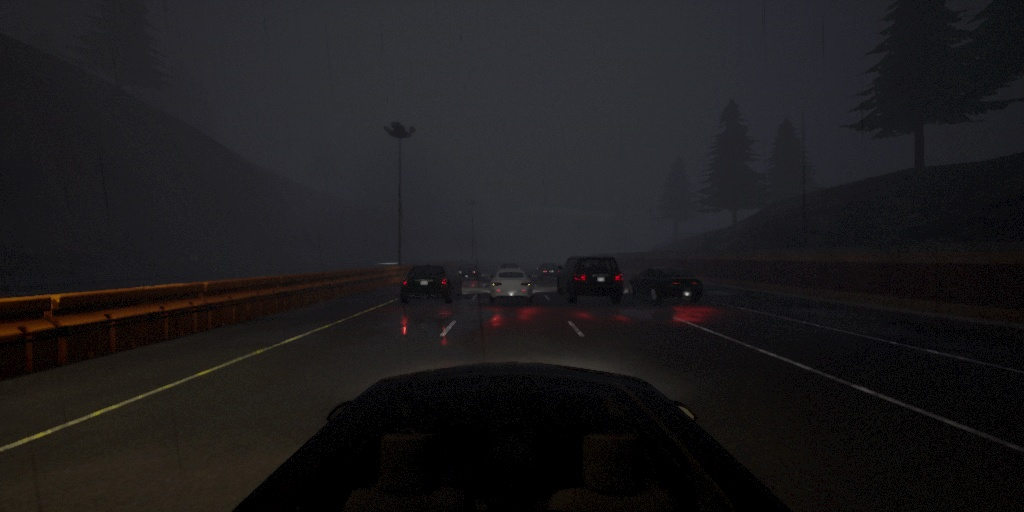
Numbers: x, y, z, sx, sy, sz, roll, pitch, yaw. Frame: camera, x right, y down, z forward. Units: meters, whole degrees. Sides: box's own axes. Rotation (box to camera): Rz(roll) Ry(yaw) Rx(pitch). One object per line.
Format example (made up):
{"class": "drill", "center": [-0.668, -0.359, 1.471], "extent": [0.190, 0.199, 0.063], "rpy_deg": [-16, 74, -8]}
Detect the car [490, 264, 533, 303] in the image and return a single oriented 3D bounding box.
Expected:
{"class": "car", "center": [-0.054, 1.280, 16.610], "extent": [1.812, 1.442, 4.674], "rpy_deg": [0, 0, -1]}

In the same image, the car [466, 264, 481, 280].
{"class": "car", "center": [-3.744, 1.364, 31.595], "extent": [1.895, 1.301, 4.718], "rpy_deg": [0, 0, -1]}

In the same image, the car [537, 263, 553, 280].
{"class": "car", "center": [3.256, 1.311, 31.654], "extent": [2.033, 1.411, 5.357], "rpy_deg": [0, 0, -1]}

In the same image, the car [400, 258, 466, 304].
{"class": "car", "center": [-3.553, 1.113, 16.536], "extent": [2.097, 1.767, 4.553], "rpy_deg": [0, 0, -1]}

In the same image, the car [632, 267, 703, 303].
{"class": "car", "center": [6.946, 1.264, 16.699], "extent": [1.837, 1.490, 4.892], "rpy_deg": [0, 0, -1]}

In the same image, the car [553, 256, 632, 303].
{"class": "car", "center": [3.446, 1.005, 16.685], "extent": [2.150, 2.045, 5.566], "rpy_deg": [0, 0, -1]}
